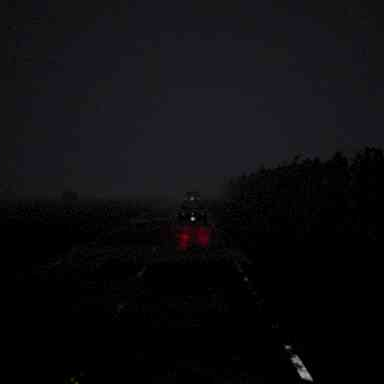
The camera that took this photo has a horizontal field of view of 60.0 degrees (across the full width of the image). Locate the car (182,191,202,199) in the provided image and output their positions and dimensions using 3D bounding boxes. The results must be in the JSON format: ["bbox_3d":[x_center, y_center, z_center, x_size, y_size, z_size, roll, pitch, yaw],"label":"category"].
[{"bbox_3d":[0.019,0.908,40.416,2.150,2.045,5.566,0,0,0],"label":"car"}]

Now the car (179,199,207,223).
[{"bbox_3d":[0.053,1.430,23.737,1.895,1.301,4.718,0,0,0],"label":"car"}]
